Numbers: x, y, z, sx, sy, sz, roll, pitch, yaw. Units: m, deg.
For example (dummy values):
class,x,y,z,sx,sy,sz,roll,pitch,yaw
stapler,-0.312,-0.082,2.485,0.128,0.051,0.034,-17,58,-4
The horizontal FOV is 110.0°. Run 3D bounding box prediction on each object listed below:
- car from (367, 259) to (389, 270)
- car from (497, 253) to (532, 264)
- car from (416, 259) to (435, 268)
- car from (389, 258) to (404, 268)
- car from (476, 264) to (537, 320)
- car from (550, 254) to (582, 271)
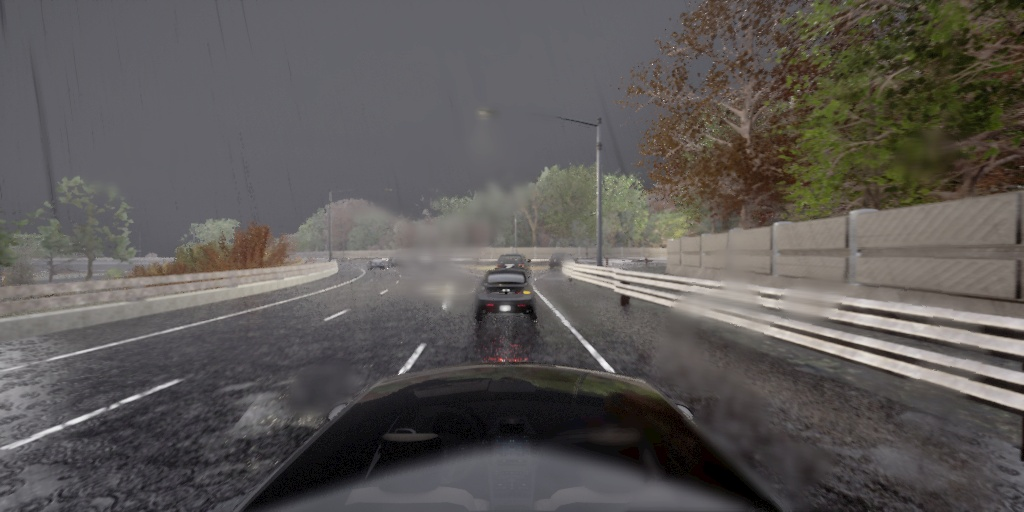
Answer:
class,x,y,z,sx,sy,sz,roll,pitch,yaw
car,-18.754,1.102,49.408,2.033,1.411,5.357,0,0,-27
car,0.203,0.835,26.944,2.150,2.045,5.566,0,0,8
car,-12.876,1.115,53.241,1.895,1.301,4.718,0,0,-27
car,-18.025,1.025,55.298,1.837,1.490,4.892,0,0,-30
car,-0.208,1.198,12.431,1.837,1.490,4.892,0,0,-1
car,6.585,0.726,43.314,2.150,2.045,5.566,0,0,33
